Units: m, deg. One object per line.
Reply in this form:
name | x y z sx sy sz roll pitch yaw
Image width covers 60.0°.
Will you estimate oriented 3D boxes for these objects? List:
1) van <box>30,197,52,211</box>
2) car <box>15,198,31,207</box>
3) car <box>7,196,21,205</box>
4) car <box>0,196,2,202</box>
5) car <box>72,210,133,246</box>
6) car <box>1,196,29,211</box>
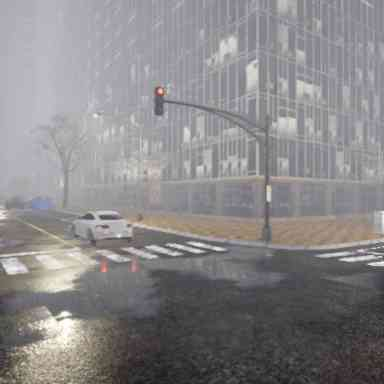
van | -18.818 1.475 41.784 1.690 1.788 3.998 1 -1 -34
car | -28.443 1.734 55.859 1.802 1.307 4.206 1 -1 -34
car | -34.856 1.602 65.245 1.967 1.590 4.097 1 -1 -34
car | -41.272 1.723 74.628 2.008 1.369 4.403 1 -1 -34
car | -4.311 1.595 15.840 1.812 1.442 4.674 1 -1 -33
car | -23.381 1.605 43.850 2.128 1.511 4.902 1 0 -34
